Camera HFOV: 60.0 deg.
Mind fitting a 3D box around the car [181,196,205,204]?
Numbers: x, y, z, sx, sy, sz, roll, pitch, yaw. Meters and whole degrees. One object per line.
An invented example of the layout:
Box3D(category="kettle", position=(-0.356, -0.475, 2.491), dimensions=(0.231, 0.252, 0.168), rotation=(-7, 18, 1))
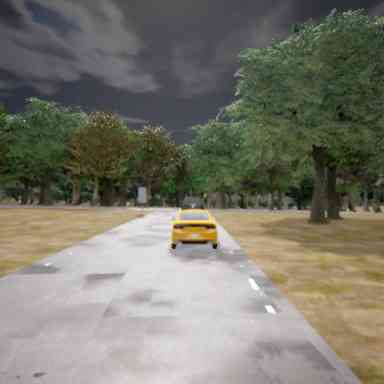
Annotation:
Box3D(category="car", position=(0.094, 1.456, 33.106), dimensions=(2.150, 2.045, 5.566), rotation=(0, -1, 0))

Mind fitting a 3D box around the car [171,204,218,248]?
Box3D(category="car", position=(0.097, 1.520, 15.043), dimensions=(1.882, 1.535, 5.008), rotation=(0, 0, 0))
